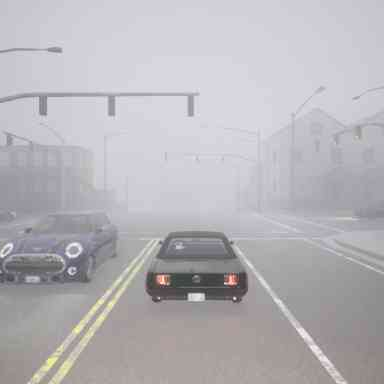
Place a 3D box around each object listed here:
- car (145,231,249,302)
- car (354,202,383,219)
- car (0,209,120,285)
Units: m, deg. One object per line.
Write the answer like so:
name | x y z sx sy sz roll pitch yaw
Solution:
car | 0.104 1.601 8.193 1.895 1.301 4.718 0 0 0
car | 16.034 1.564 28.154 4.181 1.385 1.994 0 0 0
car | -3.537 1.352 9.641 2.097 1.767 4.553 0 0 0
